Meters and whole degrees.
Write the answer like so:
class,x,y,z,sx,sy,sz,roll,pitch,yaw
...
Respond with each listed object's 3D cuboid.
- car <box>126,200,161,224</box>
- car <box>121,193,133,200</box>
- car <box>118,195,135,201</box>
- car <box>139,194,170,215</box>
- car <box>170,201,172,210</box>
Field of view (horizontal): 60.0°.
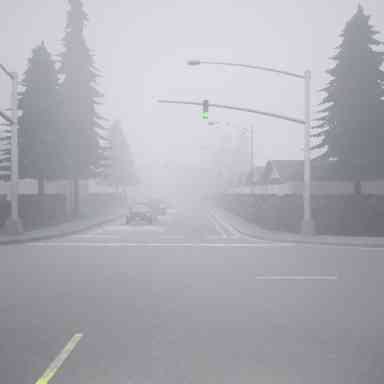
class,x,y,z,sx,sy,sz,roll,pitch,yaw
car,-3.691,1.545,24.993,1.812,1.442,4.674,0,0,1
car,-17.097,1.140,80.441,3.866,1.878,1.905,0,0,-1
car,-16.519,1.426,83.771,3.806,1.475,1.970,0,0,-1
car,-3.725,1.378,33.963,2.097,1.767,4.553,0,0,0
car,-3.732,1.596,44.022,1.994,1.385,4.181,0,0,0
